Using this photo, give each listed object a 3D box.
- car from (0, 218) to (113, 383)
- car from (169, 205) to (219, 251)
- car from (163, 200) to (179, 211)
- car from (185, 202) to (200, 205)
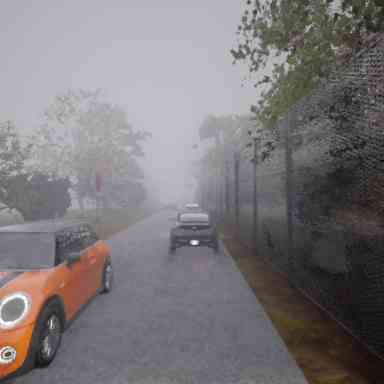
[{"bbox_3d":[-2.855,1.357,5.720,2.097,1.767,4.553,0,0,0],"label":"car"},{"bbox_3d":[0.086,1.528,14.108,1.837,1.490,4.892,0,0,0],"label":"car"},{"bbox_3d":[-2.989,1.938,47.358,1.837,1.490,4.892,0,-1,0],"label":"car"},{"bbox_3d":[0.033,1.688,31.033,1.812,1.442,4.674,0,-1,0],"label":"car"}]
